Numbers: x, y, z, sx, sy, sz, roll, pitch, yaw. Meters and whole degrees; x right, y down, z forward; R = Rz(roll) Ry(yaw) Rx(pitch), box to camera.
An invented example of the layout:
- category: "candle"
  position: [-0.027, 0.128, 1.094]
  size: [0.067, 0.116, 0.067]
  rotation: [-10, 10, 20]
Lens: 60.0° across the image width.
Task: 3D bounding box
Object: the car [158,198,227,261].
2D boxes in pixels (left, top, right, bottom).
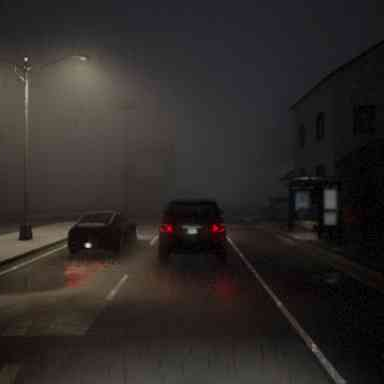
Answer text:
- category: "car"
  position: [0.038, 1.232, 12.397]
  size: [2.150, 2.045, 5.566]
  rotation: [0, 0, 1]

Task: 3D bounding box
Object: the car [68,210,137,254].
- category: "car"
  position: [-3.451, 1.516, 13.538]
  size: [1.837, 1.490, 4.892]
  rotation: [0, 0, 1]
